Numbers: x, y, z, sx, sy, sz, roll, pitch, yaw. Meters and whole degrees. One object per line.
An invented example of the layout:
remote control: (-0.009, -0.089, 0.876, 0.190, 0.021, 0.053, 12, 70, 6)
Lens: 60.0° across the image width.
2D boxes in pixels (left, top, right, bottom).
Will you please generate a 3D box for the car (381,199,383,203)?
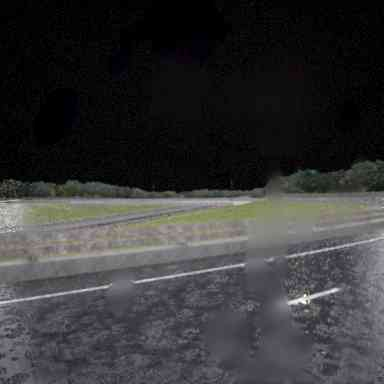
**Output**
car: (45.042, 2.149, 74.866, 1.994, 1.385, 4.181, -1, -1, 11)
